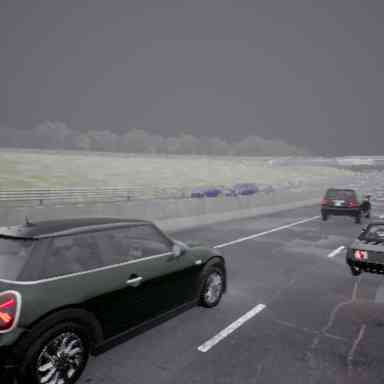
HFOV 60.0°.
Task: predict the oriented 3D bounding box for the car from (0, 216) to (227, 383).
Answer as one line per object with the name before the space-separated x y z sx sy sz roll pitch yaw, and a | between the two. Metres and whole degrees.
car | -1.247 1.164 5.307 2.097 1.767 4.553 2 2 35

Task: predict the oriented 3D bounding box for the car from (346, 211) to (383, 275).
car | 5.623 1.453 9.041 1.895 1.301 4.718 2 2 35

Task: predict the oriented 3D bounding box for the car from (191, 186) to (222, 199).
car | 1.778 0.084 40.471 1.882 1.535 5.008 2 3 35

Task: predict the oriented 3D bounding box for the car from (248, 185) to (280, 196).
car | 8.630 0.294 38.060 1.837 1.490 4.892 2 3 35

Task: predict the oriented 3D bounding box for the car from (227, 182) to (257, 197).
car | 6.357 -0.143 40.893 2.150 2.045 5.566 2 3 35

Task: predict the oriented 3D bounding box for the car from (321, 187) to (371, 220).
car | 9.930 0.730 21.256 2.150 2.045 5.566 2 3 35
